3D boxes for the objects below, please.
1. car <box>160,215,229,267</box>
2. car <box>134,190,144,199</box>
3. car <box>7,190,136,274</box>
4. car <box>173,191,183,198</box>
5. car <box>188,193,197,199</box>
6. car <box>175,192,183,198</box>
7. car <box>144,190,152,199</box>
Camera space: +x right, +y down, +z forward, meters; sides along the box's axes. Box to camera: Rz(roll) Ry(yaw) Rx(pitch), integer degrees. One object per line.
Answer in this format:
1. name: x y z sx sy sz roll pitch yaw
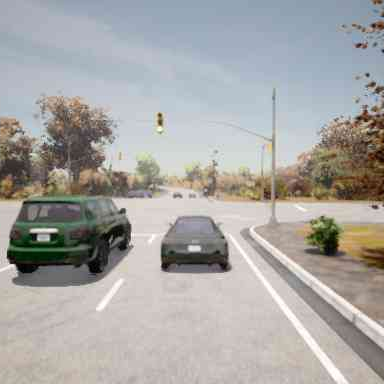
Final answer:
1. car: 0.087 1.437 10.948 1.994 1.385 4.181 0 1 0
2. car: -10.458 0.456 60.269 1.837 1.490 4.892 0 -1 1
3. car: -3.417 1.104 10.388 2.150 2.045 5.566 0 1 0
4. car: -3.399 0.650 78.327 2.097 1.767 4.553 0 -1 0
5. car: 0.101 0.826 77.932 2.033 1.411 5.357 0 -1 0
6. car: -3.386 0.811 88.378 1.882 1.535 5.008 0 -1 0
7. car: -10.402 0.477 75.725 2.150 2.045 5.566 0 -1 0
